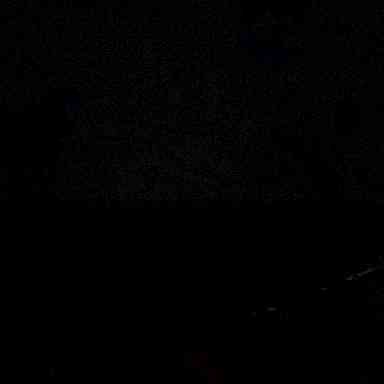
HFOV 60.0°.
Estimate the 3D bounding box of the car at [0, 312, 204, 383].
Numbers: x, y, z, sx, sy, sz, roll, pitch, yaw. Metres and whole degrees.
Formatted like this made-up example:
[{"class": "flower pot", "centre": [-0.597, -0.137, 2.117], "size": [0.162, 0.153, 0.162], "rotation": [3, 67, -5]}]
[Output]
[{"class": "car", "centre": [-2.296, 1.601, 1.861], "size": [4.718, 1.301, 1.895], "rotation": [0, 0, -36]}]
